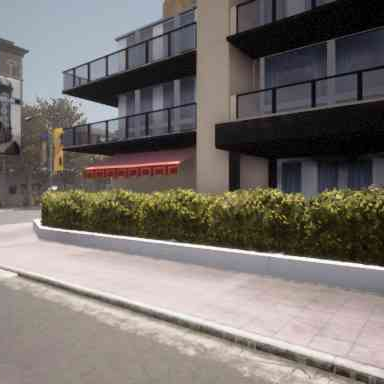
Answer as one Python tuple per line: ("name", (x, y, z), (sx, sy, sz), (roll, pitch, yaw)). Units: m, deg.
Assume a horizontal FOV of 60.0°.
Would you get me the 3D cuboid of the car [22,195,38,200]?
("car", (-34.518, 1.469, 68.376), (4.892, 1.521, 2.231), (0, 0, 37))
